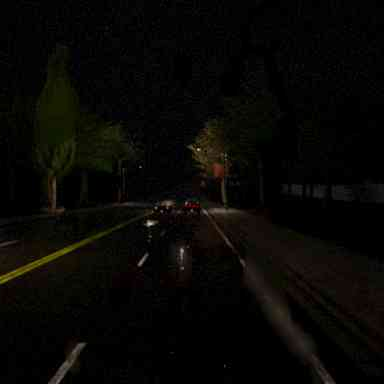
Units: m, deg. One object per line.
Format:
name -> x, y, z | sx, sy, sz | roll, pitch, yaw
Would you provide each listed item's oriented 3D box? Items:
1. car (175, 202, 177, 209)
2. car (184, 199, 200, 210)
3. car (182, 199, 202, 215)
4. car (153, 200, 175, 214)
car -> -3.243, 1.793, 47.990 | 2.033, 1.411, 5.357 | 0, 0, 0
car -> 0.012, 1.735, 47.620 | 2.128, 1.511, 4.902 | 0, 0, 0
car -> 0.004, 1.653, 36.591 | 1.837, 1.490, 4.892 | 0, -1, 0
car -> -3.245, 1.759, 37.791 | 1.895, 1.301, 4.718 | 0, -1, 0
